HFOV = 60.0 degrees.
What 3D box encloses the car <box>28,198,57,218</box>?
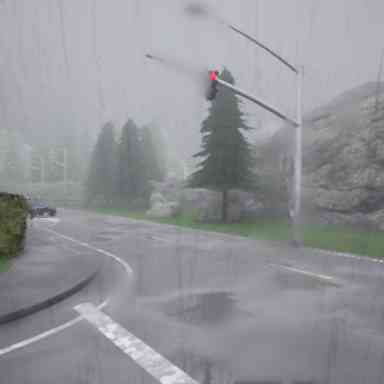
[{"bbox_3d":[-12.852,1.232,27.621,2.033,1.411,5.357,1,0,-37],"label":"car"}]
